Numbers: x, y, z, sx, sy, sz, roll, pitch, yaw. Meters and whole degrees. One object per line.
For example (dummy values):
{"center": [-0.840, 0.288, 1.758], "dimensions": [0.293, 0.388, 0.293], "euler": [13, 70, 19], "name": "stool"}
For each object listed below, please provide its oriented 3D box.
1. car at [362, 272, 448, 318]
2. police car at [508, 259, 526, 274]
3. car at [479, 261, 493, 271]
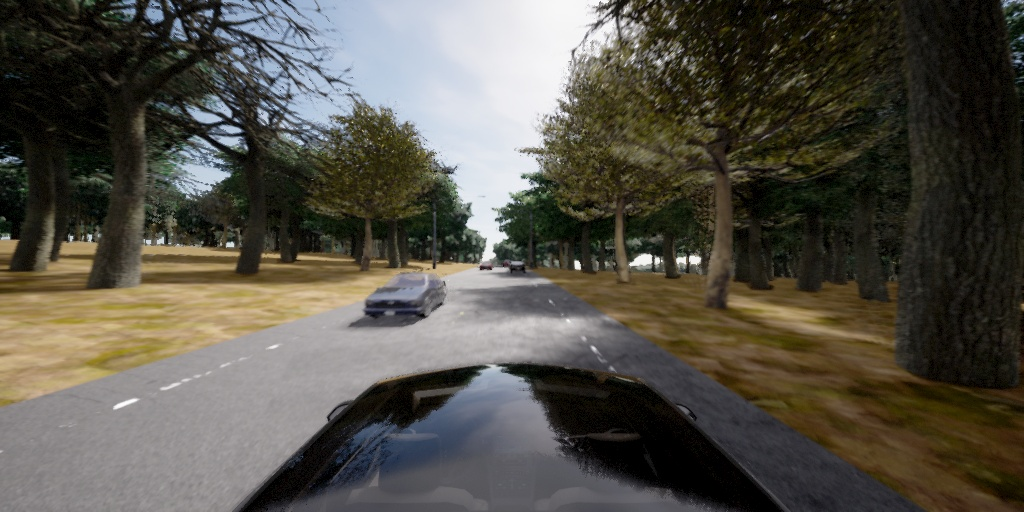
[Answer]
{"center": [-3.621, 1.318, 13.277], "dimensions": [2.033, 1.411, 5.357], "euler": [0, 0, 0], "name": "car"}
{"center": [0.739, 1.325, 45.233], "dimensions": [1.930, 1.638, 5.238], "euler": [0, 0, -1], "name": "police car"}
{"center": [-4.013, 1.470, 55.644], "dimensions": [1.882, 1.535, 5.008], "euler": [0, -1, 0], "name": "car"}
